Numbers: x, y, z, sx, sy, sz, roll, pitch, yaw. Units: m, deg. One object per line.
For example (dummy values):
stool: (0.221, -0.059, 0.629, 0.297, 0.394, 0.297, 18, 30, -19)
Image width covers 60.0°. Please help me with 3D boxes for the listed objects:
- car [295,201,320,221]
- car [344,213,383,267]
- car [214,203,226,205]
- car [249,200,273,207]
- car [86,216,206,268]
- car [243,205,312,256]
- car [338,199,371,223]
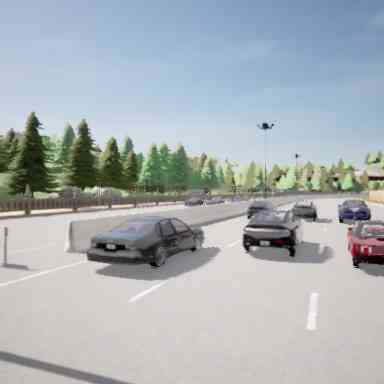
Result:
car: (9.265, 1.480, 27.078, 2.128, 1.511, 4.902, 0, 0, 24)
car: (6.173, 1.598, 10.898, 1.895, 1.301, 4.718, 0, 0, 23)
car: (3.780, 1.490, 50.201, 1.812, 1.442, 4.674, 0, 0, 23)
car: (6.083, 1.490, 28.539, 1.837, 1.490, 4.892, 0, 1, 24)
car: (-1.227, 1.537, 11.390, 2.033, 1.411, 5.357, 0, 0, 23)
car: (3.376, 1.484, 13.256, 2.128, 1.511, 4.902, 0, 0, 23)
car: (12.365, 1.343, 25.432, 2.097, 1.767, 4.553, 0, 0, 24)
